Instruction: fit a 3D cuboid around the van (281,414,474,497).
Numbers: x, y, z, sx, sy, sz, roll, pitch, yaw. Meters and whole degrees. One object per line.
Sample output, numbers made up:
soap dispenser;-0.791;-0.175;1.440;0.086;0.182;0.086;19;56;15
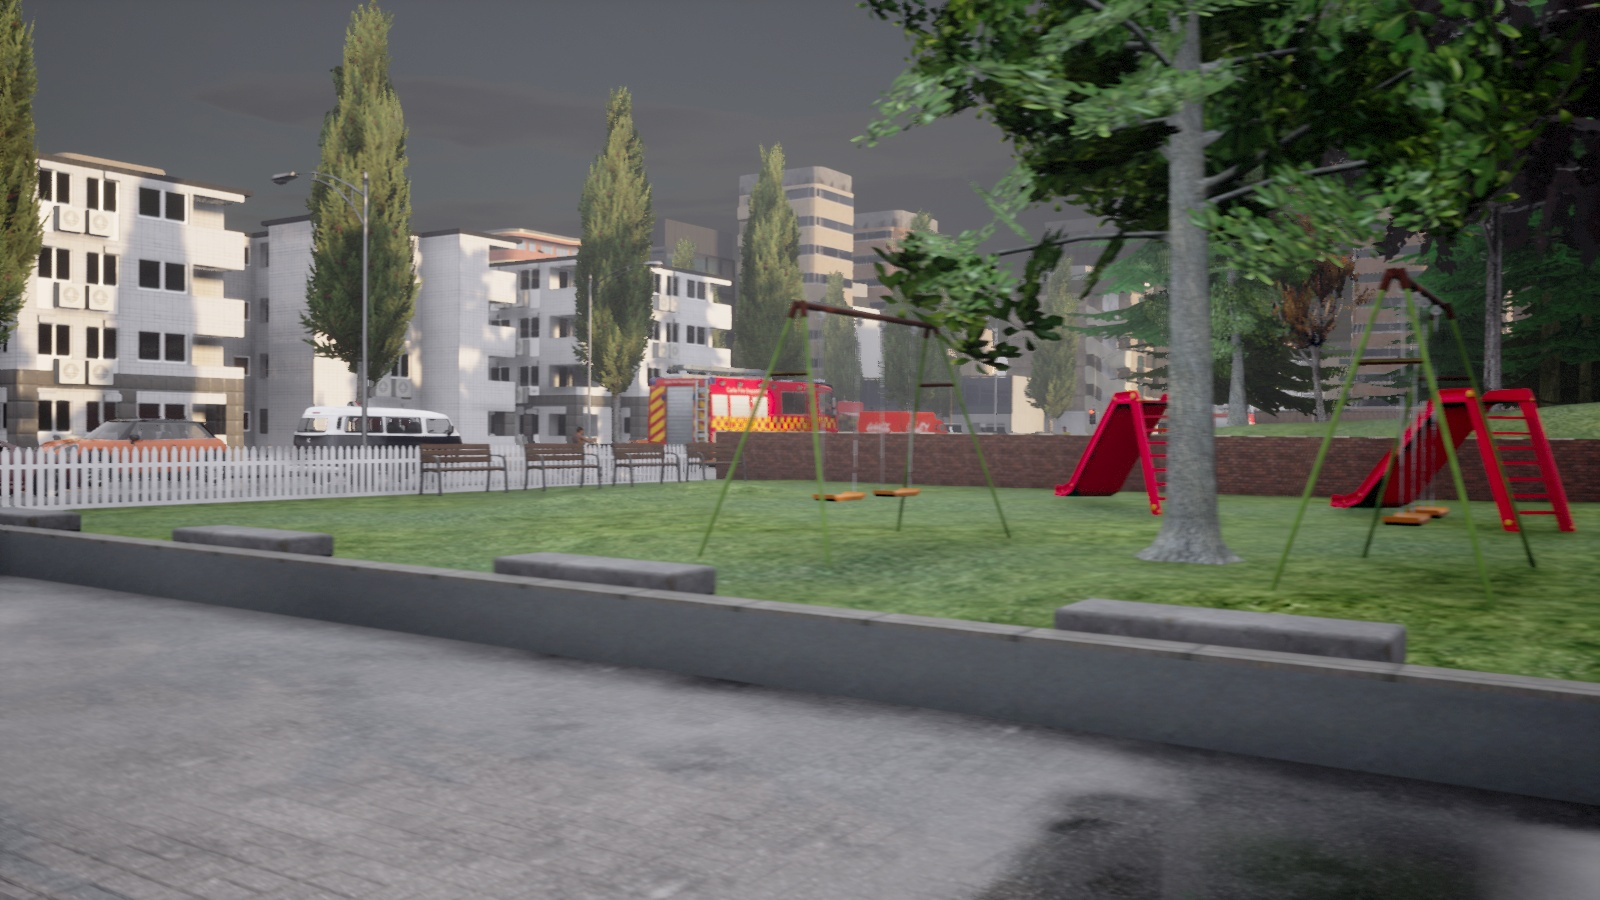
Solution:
van;-11.038;0.091;33.106;2.069;2.038;4.480;0;1;34

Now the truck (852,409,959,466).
truck;4.850;-0.588;56.914;2.627;2.467;5.204;0;1;34

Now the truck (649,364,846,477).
truck;-1.762;-1.071;47.005;2.891;3.827;8.468;0;1;34

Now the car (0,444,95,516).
car;-16.584;0.595;24.801;1.994;1.385;4.181;0;1;33

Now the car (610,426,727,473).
car;-5.092;-0.050;49.220;2.097;1.767;4.553;0;1;34

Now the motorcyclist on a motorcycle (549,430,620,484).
motorcyclist on a motorcycle;-6.765;0.192;39.510;0.766;1.649;2.350;0;1;34

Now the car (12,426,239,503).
car;-16.852;0.298;31.598;2.097;1.767;4.553;0;1;34
